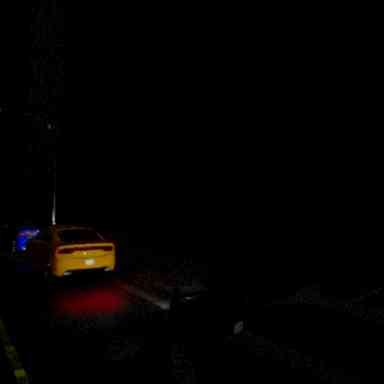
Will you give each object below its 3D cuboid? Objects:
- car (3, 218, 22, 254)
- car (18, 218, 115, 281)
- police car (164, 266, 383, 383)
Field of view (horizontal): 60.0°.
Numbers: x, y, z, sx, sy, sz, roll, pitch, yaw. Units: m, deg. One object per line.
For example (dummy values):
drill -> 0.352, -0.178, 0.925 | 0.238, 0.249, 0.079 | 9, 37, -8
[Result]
car -> -7.840, 1.988, 16.151 | 1.882, 1.535, 5.008 | 3, -3, -36
car -> -4.308, 1.858, 11.301 | 1.882, 1.535, 5.008 | 3, -3, -36
police car -> 1.515, 1.593, 3.310 | 1.930, 1.638, 5.238 | 3, -3, -36
